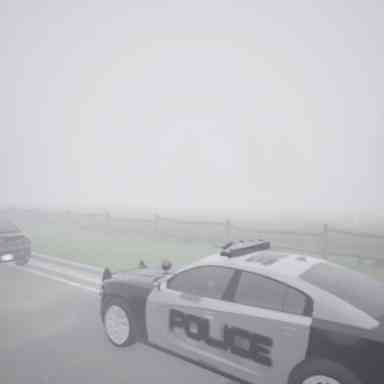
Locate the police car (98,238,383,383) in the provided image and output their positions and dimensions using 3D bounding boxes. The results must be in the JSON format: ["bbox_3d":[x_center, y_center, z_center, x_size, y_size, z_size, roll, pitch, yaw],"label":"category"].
[{"bbox_3d":[0.624,1.516,4.734,5.238,1.638,1.930,0,-1,39],"label":"police car"}]

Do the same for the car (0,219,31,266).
[{"bbox_3d":[-7.093,1.611,10.919,4.892,1.490,1.837,0,-1,39],"label":"car"}]
